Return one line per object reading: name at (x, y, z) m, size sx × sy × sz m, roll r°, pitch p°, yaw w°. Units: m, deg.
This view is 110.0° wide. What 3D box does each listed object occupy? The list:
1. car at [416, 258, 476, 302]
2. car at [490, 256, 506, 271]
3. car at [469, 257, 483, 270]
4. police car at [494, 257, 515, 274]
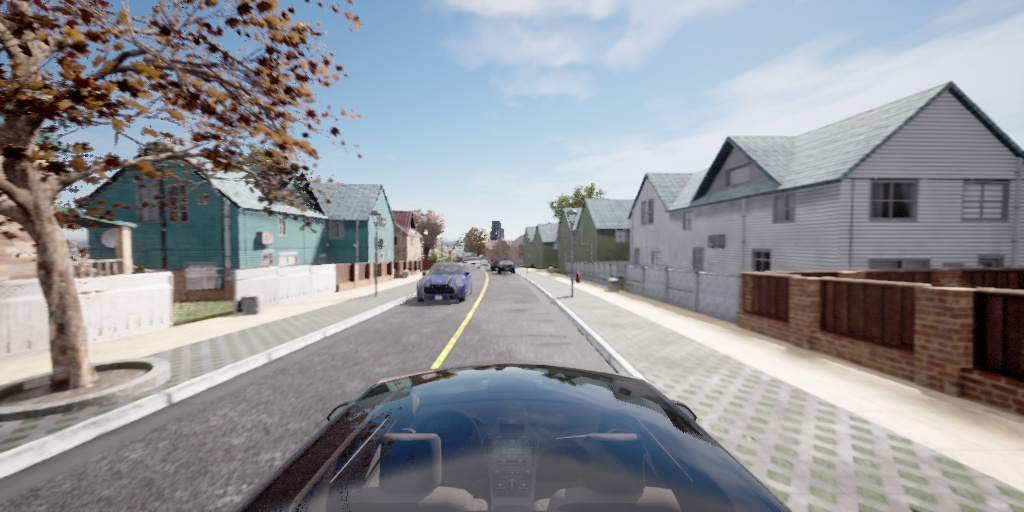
car at (-3.028, 1.099, 16.813) m, size 2.097 × 1.767 × 4.553 m, roll 0°, pitch 0°, yaw -2°
car at (-1.746, 1.086, 51.531) m, size 2.150 × 2.045 × 5.566 m, roll 0°, pitch 0°, yaw -7°
car at (-6.321, 1.163, 58.794) m, size 2.150 × 2.045 × 5.566 m, roll 0°, pitch 0°, yaw -7°
police car at (-0.728, 1.228, 41.598) m, size 1.930 × 1.638 × 5.238 m, roll 0°, pitch 0°, yaw -5°
